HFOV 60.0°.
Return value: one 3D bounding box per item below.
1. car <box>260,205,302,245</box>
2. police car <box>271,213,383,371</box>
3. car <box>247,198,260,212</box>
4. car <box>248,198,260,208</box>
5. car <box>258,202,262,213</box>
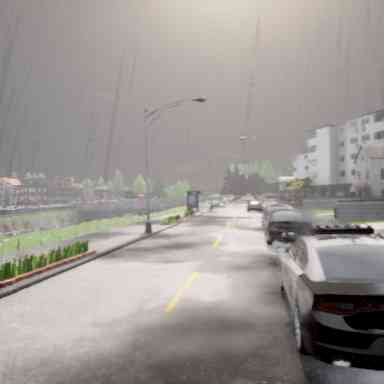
[{"bbox_3d":[4.409,1.538,15.798,1.882,1.535,5.008,-2,-1,10],"label":"car"},{"bbox_3d":[2.665,1.424,6.063,1.930,1.638,5.238,-2,-1,10],"label":"police car"},{"bbox_3d":[8.154,1.828,43.354,1.994,1.385,4.181,-2,-1,11],"label":"car"},{"bbox_3d":[10.425,1.824,56.212,1.882,1.535,5.008,-2,-1,10],"label":"car"},{"bbox_3d":[5.467,1.603,21.703,1.837,1.490,4.892,-2,-1,10],"label":"car"}]
